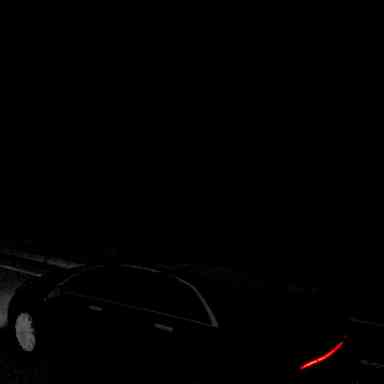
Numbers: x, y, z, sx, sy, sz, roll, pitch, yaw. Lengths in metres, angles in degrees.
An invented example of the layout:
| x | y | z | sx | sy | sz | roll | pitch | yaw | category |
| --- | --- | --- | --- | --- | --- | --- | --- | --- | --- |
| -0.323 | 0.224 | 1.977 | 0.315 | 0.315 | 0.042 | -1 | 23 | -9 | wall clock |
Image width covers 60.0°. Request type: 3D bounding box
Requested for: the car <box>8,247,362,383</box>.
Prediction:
| x | y | z | sx | sy | sz | roll | pitch | yaw | category |
| --- | --- | --- | --- | --- | --- | --- | --- | --- | --- |
| -0.524 | 1.506 | 4.367 | 4.892 | 1.490 | 1.837 | 0 | 0 | 35 | car |
